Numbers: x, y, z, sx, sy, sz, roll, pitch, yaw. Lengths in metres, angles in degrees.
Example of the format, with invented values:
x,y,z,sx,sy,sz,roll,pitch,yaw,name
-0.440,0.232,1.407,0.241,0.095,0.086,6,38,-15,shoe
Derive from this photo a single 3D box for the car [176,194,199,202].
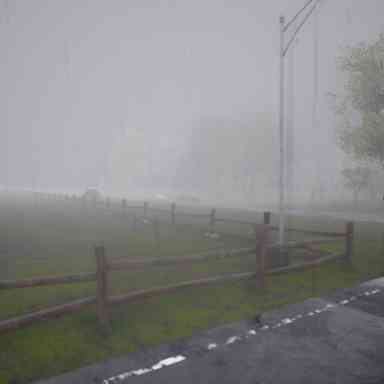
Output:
x,y,z,sx,sy,sz,roll,pitch,yaw,name
-0.824,1.003,54.456,1.895,1.301,4.718,0,1,-33,car

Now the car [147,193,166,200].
x,y,z,sx,sy,sz,roll,pitch,yaw,name
-6.957,0.824,63.792,1.895,1.301,4.718,0,1,-33,car
